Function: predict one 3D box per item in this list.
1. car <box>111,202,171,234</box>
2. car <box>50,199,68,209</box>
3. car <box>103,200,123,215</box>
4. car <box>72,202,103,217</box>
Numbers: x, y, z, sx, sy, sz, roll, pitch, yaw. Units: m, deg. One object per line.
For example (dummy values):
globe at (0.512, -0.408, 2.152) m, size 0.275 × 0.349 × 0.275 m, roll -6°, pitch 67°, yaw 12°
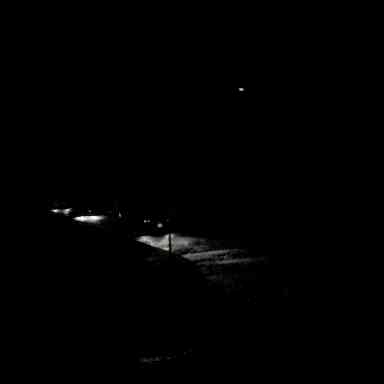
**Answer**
car at (-2.944, 1.553, 20.052) m, size 2.128 × 1.511 × 4.902 m, roll -1°, pitch 0°, yaw -30°
car at (-19.272, 1.732, 48.131) m, size 1.812 × 1.442 × 4.674 m, roll -1°, pitch 0°, yaw -31°
car at (-8.332, 1.551, 35.055) m, size 1.882 × 1.535 × 5.008 m, roll -1°, pitch 0°, yaw -30°
car at (-10.811, 1.679, 33.665) m, size 1.994 × 1.385 × 4.181 m, roll -1°, pitch 0°, yaw -30°
